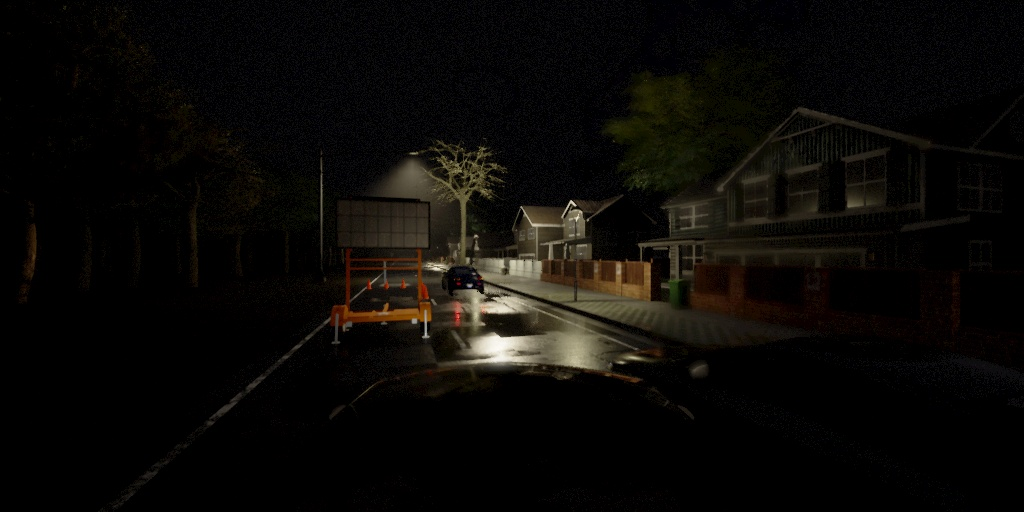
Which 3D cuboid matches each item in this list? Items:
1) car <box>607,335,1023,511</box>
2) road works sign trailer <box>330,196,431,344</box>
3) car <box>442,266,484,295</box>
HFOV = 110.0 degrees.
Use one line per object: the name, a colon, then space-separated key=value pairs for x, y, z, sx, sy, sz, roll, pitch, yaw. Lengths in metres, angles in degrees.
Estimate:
car: x=2.435 y=1.314 z=2.771 sx=1.994 sy=1.385 sz=4.181 roll=0 pitch=0 yaw=-17
road works sign trailer: x=-3.466 y=0.215 z=9.799 sx=2.380 sy=3.560 sz=2.880 roll=0 pitch=0 yaw=-17
car: x=-2.757 y=1.280 z=19.857 sx=1.812 sy=1.442 sz=4.674 roll=0 pitch=0 yaw=-17
